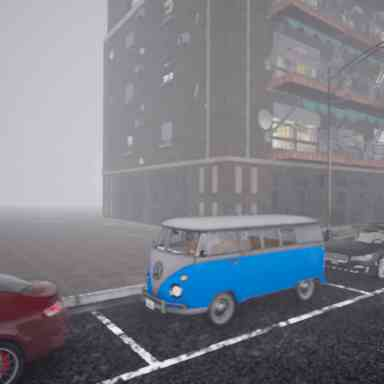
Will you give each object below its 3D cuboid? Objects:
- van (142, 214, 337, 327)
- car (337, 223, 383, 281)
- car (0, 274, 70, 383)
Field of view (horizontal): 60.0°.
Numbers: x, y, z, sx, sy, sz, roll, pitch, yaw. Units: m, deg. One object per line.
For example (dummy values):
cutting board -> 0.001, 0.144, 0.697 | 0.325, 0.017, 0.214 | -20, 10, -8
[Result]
van -> 1.011, 1.382, 6.822 | 3.998, 1.788, 1.690 | 1, 0, -35
car -> 5.565, 1.641, 10.069 | 4.403, 1.369, 2.008 | 1, 0, -35
car -> -3.545, 1.574, 3.573 | 4.206, 1.307, 1.802 | 1, 0, -35
